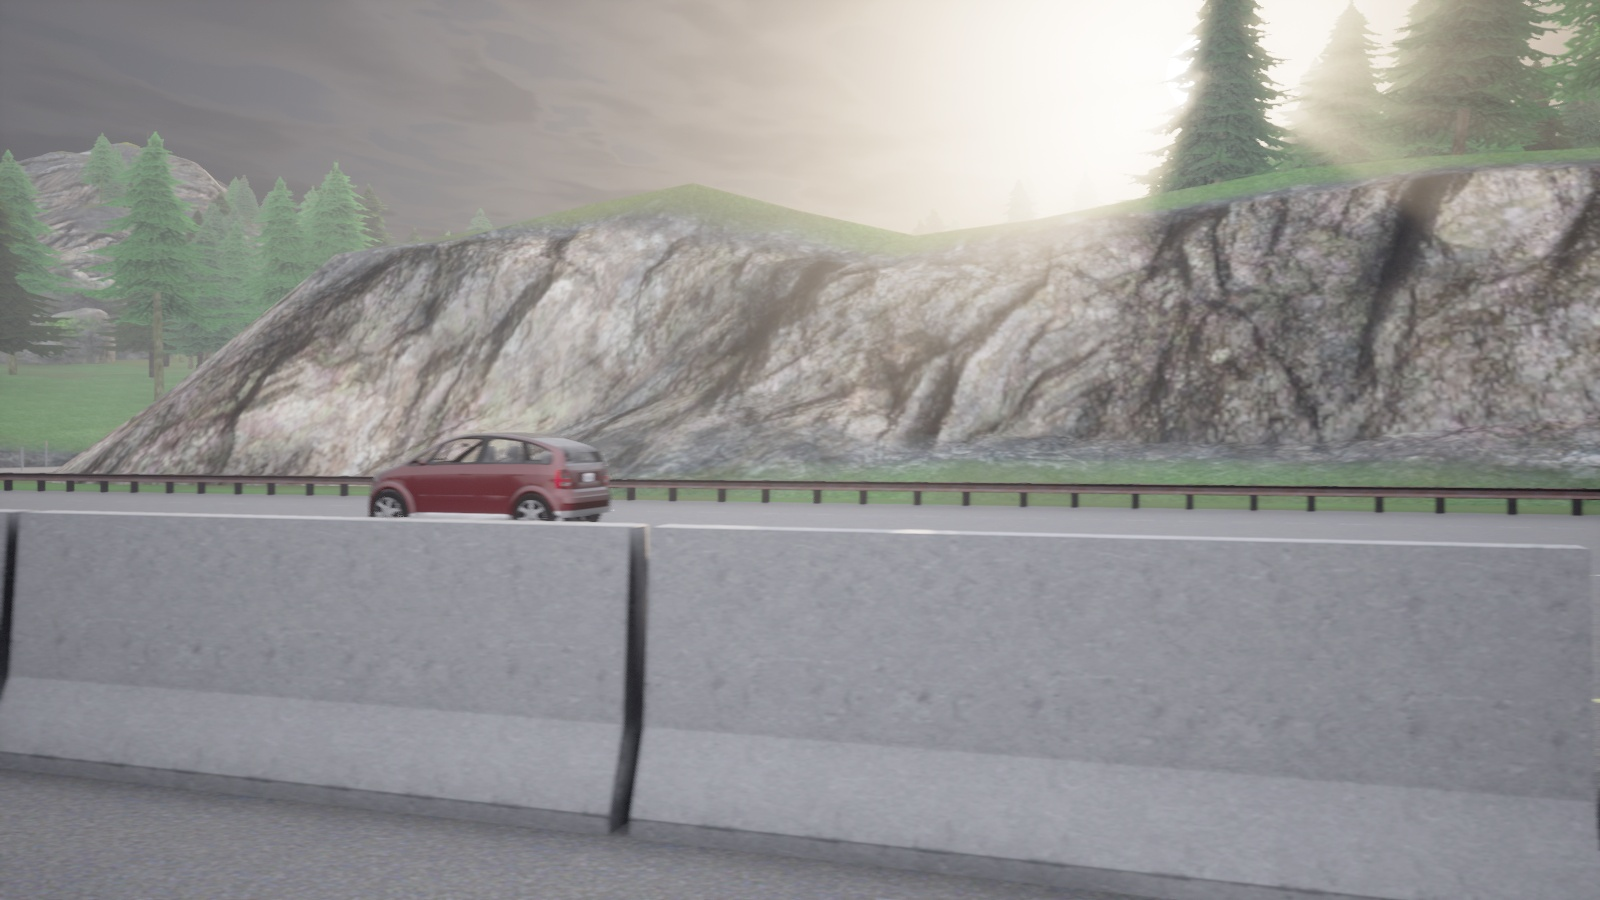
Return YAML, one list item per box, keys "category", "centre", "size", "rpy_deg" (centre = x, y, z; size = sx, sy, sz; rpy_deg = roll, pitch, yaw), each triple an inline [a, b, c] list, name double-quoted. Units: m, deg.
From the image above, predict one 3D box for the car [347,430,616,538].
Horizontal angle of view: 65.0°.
- category: "car"
  centre: [-4.952, 0.473, 19.629]
  size: [3.705, 1.549, 1.789]
  rpy_deg: [1, 1, 19]
